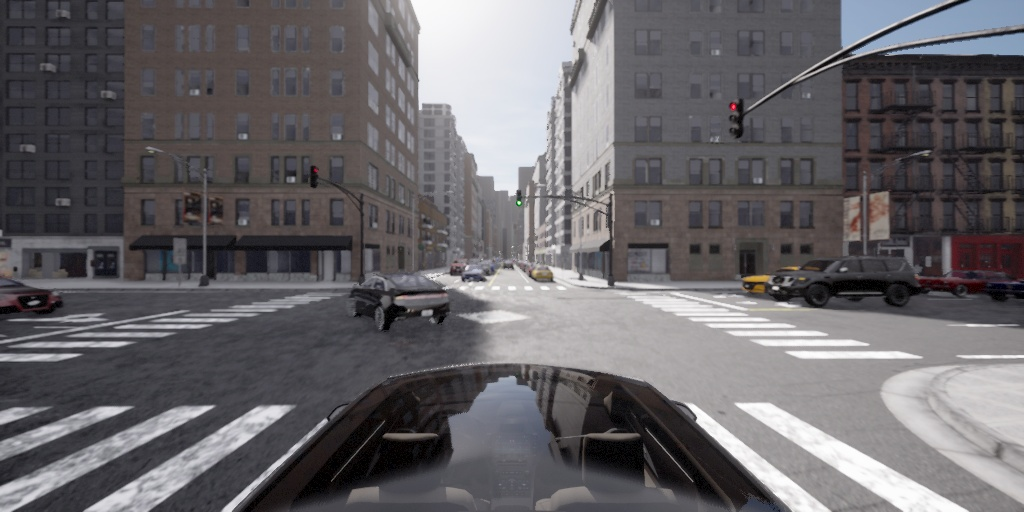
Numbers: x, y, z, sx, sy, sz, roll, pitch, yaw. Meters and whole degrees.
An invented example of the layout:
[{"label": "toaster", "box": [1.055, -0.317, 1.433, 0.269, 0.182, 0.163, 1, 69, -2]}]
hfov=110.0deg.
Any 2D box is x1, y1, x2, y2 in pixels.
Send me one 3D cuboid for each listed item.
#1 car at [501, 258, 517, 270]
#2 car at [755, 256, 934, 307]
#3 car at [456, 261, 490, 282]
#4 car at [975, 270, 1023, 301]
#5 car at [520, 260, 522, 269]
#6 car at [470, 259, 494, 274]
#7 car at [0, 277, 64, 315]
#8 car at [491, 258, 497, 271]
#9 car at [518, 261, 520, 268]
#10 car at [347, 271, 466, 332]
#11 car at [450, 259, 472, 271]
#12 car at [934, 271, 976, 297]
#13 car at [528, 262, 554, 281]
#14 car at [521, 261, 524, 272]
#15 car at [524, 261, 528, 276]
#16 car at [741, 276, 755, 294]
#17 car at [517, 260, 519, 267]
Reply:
[{"label": "car", "box": [-0.614, 1.547, 60.453, 1.837, 1.490, 4.892, 0, 0, -1]}, {"label": "car", "box": [14.177, 1.040, 15.574, 5.566, 2.045, 2.150, 0, 0, 0]}, {"label": "car", "box": [-3.310, 1.454, 31.720, 2.033, 1.411, 5.357, 0, 0, -1]}, {"label": "car", "box": [23.946, 1.415, 15.688, 4.718, 1.301, 1.895, 0, 0, -1]}, {"label": "car", "box": [2.418, 1.551, 47.950, 1.948, 1.339, 4.313, 0, 0, -1]}, {"label": "car", "box": [-3.409, 1.459, 41.419, 1.837, 1.490, 4.892, 0, 0, -1]}, {"label": "car", "box": [-17.686, 1.346, 11.748, 4.181, 1.385, 1.994, 0, 0, -1]}, {"label": "car", "box": [-3.494, 1.481, 51.810, 1.882, 1.535, 5.008, 0, 0, -1]}, {"label": "car", "box": [2.342, 1.556, 53.476, 1.888, 1.381, 4.507, 0, 0, -1]}, {"label": "car", "box": [-3.708, 1.291, 11.287, 2.128, 1.511, 4.902, 1, -1, -38]}, {"label": "car", "box": [-6.030, 1.273, 42.307, 2.192, 1.841, 5.009, 0, 0, -1]}, {"label": "car", "box": [24.137, 1.424, 18.939, 4.718, 1.301, 1.895, 0, 0, -1]}, {"label": "car", "box": [2.646, 1.430, 31.544, 1.751, 1.417, 4.829, 0, 0, -1]}, {"label": "car", "box": [2.495, 1.509, 42.425, 2.007, 1.370, 4.403, 0, 0, -1]}, {"label": "car", "box": [2.571, 1.372, 36.899, 1.967, 1.591, 4.097, 0, 0, -1]}, {"label": "car", "box": [14.802, 1.305, 18.829, 5.008, 1.535, 1.882, 0, 0, -1]}, {"label": "car", "box": [2.266, 1.586, 59.001, 2.007, 1.370, 4.403, 0, 0, -1]}]
